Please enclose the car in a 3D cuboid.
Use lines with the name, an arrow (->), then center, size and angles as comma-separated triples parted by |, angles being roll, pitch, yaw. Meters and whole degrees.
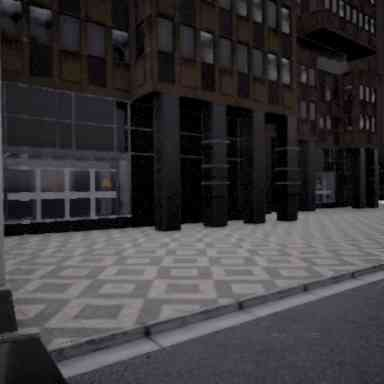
car -> -2.910, 1.602, 1.301 | 4.718, 1.301, 1.895 | 0, 0, -36
